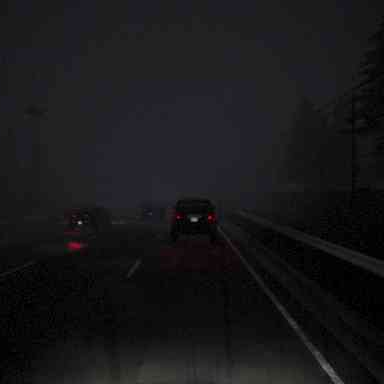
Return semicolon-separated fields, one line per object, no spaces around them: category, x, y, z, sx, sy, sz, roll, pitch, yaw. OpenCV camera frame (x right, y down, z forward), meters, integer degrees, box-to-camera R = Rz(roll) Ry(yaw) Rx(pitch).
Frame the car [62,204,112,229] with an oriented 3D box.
car;-6.931;1.644;23.037;1.837;1.490;4.892;0;0;0

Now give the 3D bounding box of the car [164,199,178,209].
car;-3.385;1.882;53.564;1.994;1.385;4.181;0;0;0

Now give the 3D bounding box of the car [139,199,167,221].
car;-3.392;1.654;29.620;1.882;1.535;5.008;0;0;0

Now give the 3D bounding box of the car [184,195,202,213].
car;0.111;1.472;41.853;2.150;2.045;5.566;0;0;0

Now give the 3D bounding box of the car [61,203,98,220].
car;-10.391;1.787;31.225;1.895;1.301;4.718;0;0;0

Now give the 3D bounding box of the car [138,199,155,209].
car;-6.887;1.827;50.752;1.812;1.442;4.674;0;0;0

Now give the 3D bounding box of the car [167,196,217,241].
car;0.105;1.327;17.360;2.150;2.045;5.566;0;0;0
